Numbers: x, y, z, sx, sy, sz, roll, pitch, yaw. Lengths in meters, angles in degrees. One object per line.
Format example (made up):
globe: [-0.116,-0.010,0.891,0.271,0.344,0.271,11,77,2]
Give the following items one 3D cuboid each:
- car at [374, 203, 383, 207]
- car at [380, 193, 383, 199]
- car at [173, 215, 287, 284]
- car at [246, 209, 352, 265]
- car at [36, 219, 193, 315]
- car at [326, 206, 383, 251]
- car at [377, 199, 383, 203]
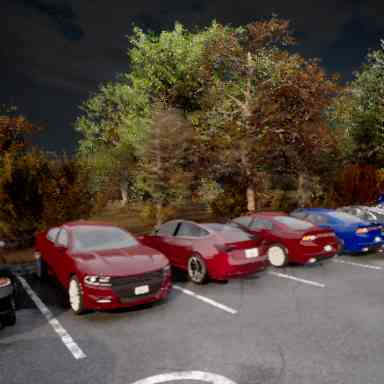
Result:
car: [6.952,1.378,14.561,2.231,1.521,4.892,-1,0,-36]
car: [13.751,1.059,19.399,2.435,2.045,5.566,-1,0,-36]
car: [0.042,1.469,9.660,2.163,1.488,4.792,-1,0,-36]
car: [2.359,1.419,11.275,2.097,1.535,5.008,-1,0,-36]
car: [-2.341,1.461,7.925,2.097,1.535,5.008,-1,0,-36]
car: [4.656,1.398,12.917,2.097,1.535,5.008,0,0,-36]
car: [11.537,1.334,17.857,2.231,1.521,4.892,-1,0,-36]
